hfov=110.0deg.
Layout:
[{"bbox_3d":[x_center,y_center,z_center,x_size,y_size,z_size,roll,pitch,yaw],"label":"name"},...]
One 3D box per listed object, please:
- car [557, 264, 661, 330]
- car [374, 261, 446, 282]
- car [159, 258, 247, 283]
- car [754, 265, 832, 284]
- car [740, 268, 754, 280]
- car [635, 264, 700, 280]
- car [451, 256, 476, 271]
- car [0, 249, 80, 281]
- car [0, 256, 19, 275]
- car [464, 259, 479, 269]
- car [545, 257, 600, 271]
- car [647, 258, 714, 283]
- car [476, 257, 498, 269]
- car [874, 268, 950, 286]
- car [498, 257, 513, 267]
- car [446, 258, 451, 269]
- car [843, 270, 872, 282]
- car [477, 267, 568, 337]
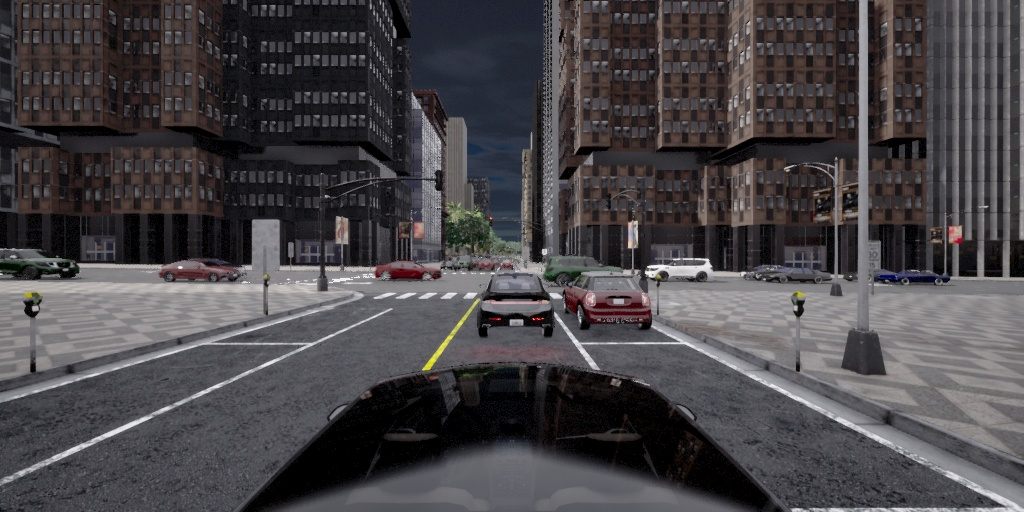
[{"bbox_3d":[2.735,1.190,11.146,1.967,1.591,4.097,0,0,0],"label":"car"},{"bbox_3d":[-7.954,1.144,27.631,5.008,1.535,1.882,1,0,0],"label":"car"},{"bbox_3d":[-21.085,1.011,24.269,4.674,1.442,1.812,1,0,0],"label":"car"},{"bbox_3d":[24.750,1.680,31.367,5.357,1.411,2.033,1,0,0],"label":"car"},{"bbox_3d":[24.708,1.619,34.618,4.902,1.511,2.128,1,0,-1],"label":"car"},{"bbox_3d":[14.909,1.533,34.523,5.357,1.411,2.033,1,0,1],"label":"car"},{"bbox_3d":[-6.583,0.973,49.348,2.150,2.045,5.566,0,0,0],"label":"car"},{"bbox_3d":[-32.849,0.540,24.166,5.566,2.045,2.150,1,0,0],"label":"car"},{"bbox_3d":[-41.336,0.696,27.351,4.892,1.490,1.837,1,0,0],"label":"car"},{"bbox_3d":[-6.664,1.251,59.338,1.882,1.535,5.008,0,0,0],"label":"car"},{"bbox_3d":[4.924,1.077,24.508,5.566,2.045,2.150,1,0,-1],"label":"car"},{"bbox_3d":[14.510,1.205,31.259,5.566,2.045,2.150,1,0,1],"label":"car"},{"bbox_3d":[-3.488,1.105,50.732,2.097,1.767,4.553,0,0,1],"label":"car"},{"bbox_3d":[35.075,1.884,31.448,4.718,1.301,1.895,1,0,0],"label":"car"},{"bbox_3d":[-0.755,1.198,52.527,1.967,1.591,4.097,0,0,-1],"label":"car"},{"bbox_3d":[-9.280,1.323,52.450,1.948,1.339,4.313,0,0,-1],"label":"car"},{"bbox_3d":[34.730,1.838,34.697,4.181,1.385,1.994,1,0,-1],"label":"car"},{"bbox_3d":[0.077,1.241,10.260,2.128,1.511,4.902,0,0,-1],"label":"car"}]
